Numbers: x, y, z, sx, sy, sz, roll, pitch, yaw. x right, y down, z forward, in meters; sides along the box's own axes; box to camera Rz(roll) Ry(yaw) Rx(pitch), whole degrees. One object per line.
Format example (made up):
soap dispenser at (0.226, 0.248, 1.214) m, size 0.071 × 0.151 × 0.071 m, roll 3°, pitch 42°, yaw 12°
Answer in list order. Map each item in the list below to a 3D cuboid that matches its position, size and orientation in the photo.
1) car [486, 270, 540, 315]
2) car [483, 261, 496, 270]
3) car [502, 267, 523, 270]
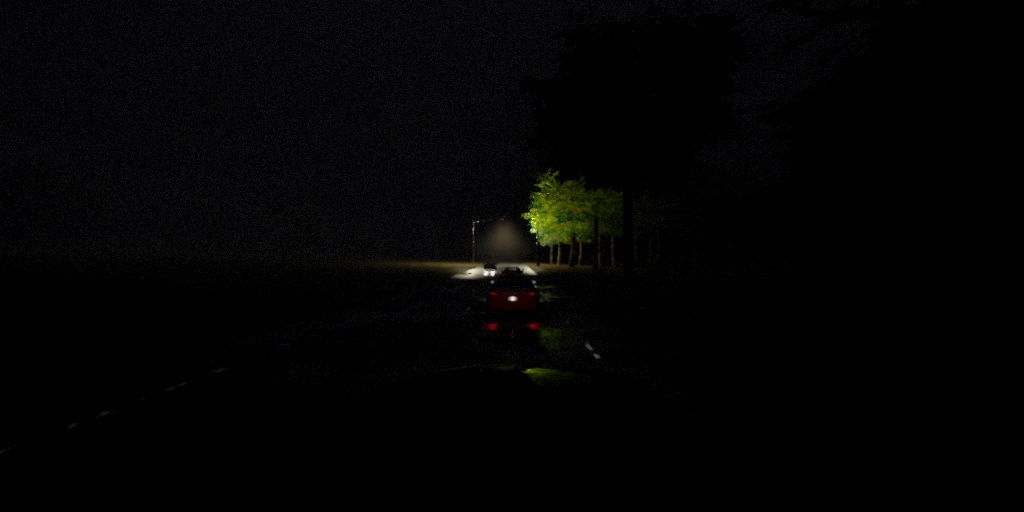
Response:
car at (0.046, 1.451, 14.318) m, size 1.994 × 1.385 × 4.181 m, roll 0°, pitch 0°, yaw 1°
car at (-3.572, 1.530, 58.400) m, size 2.128 × 1.511 × 4.902 m, roll 0°, pitch 0°, yaw 0°
car at (0.044, 1.565, 29.371) m, size 1.994 × 1.385 × 4.181 m, roll 0°, pitch 0°, yaw 1°
